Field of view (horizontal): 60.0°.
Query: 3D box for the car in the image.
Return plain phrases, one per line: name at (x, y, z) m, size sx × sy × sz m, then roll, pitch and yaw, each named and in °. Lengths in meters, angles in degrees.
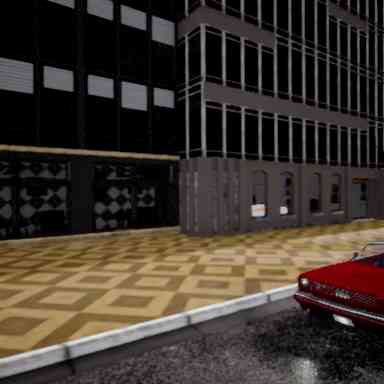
car at (4.053, 1.599, 6.229) m, size 4.718 × 1.301 × 1.895 m, roll 0°, pitch 0°, yaw -35°
